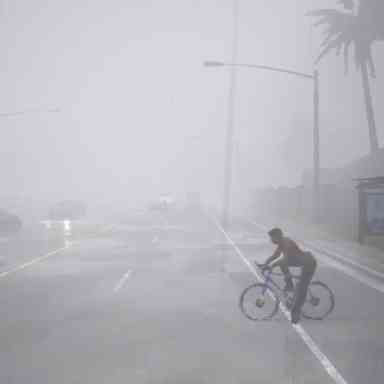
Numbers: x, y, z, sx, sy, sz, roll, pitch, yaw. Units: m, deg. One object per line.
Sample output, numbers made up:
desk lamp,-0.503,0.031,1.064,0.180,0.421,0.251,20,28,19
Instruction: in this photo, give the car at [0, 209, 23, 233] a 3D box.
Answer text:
car,-10.560,1.557,17.081,1.994,1.385,4.181,0,0,0

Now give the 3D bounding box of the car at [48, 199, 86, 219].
car,-10.553,1.417,28.460,1.837,1.490,4.892,0,0,0

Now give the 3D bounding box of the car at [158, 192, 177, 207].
car,-3.405,0.985,45.312,2.150,2.045,5.566,0,0,4

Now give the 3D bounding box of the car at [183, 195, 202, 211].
car,0.114,1.351,37.248,1.812,1.442,4.674,0,0,0

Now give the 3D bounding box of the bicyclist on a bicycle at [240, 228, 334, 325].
bicyclist on a bicycle,1.637,1.450,5.779,1.656,1.620,0.582,-2,0,-1

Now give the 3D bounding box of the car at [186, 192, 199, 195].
car,0.114,0.962,47.528,2.150,2.045,5.566,0,0,0

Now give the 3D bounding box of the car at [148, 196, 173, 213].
car,-3.393,1.451,34.791,1.895,1.301,4.718,0,0,0
